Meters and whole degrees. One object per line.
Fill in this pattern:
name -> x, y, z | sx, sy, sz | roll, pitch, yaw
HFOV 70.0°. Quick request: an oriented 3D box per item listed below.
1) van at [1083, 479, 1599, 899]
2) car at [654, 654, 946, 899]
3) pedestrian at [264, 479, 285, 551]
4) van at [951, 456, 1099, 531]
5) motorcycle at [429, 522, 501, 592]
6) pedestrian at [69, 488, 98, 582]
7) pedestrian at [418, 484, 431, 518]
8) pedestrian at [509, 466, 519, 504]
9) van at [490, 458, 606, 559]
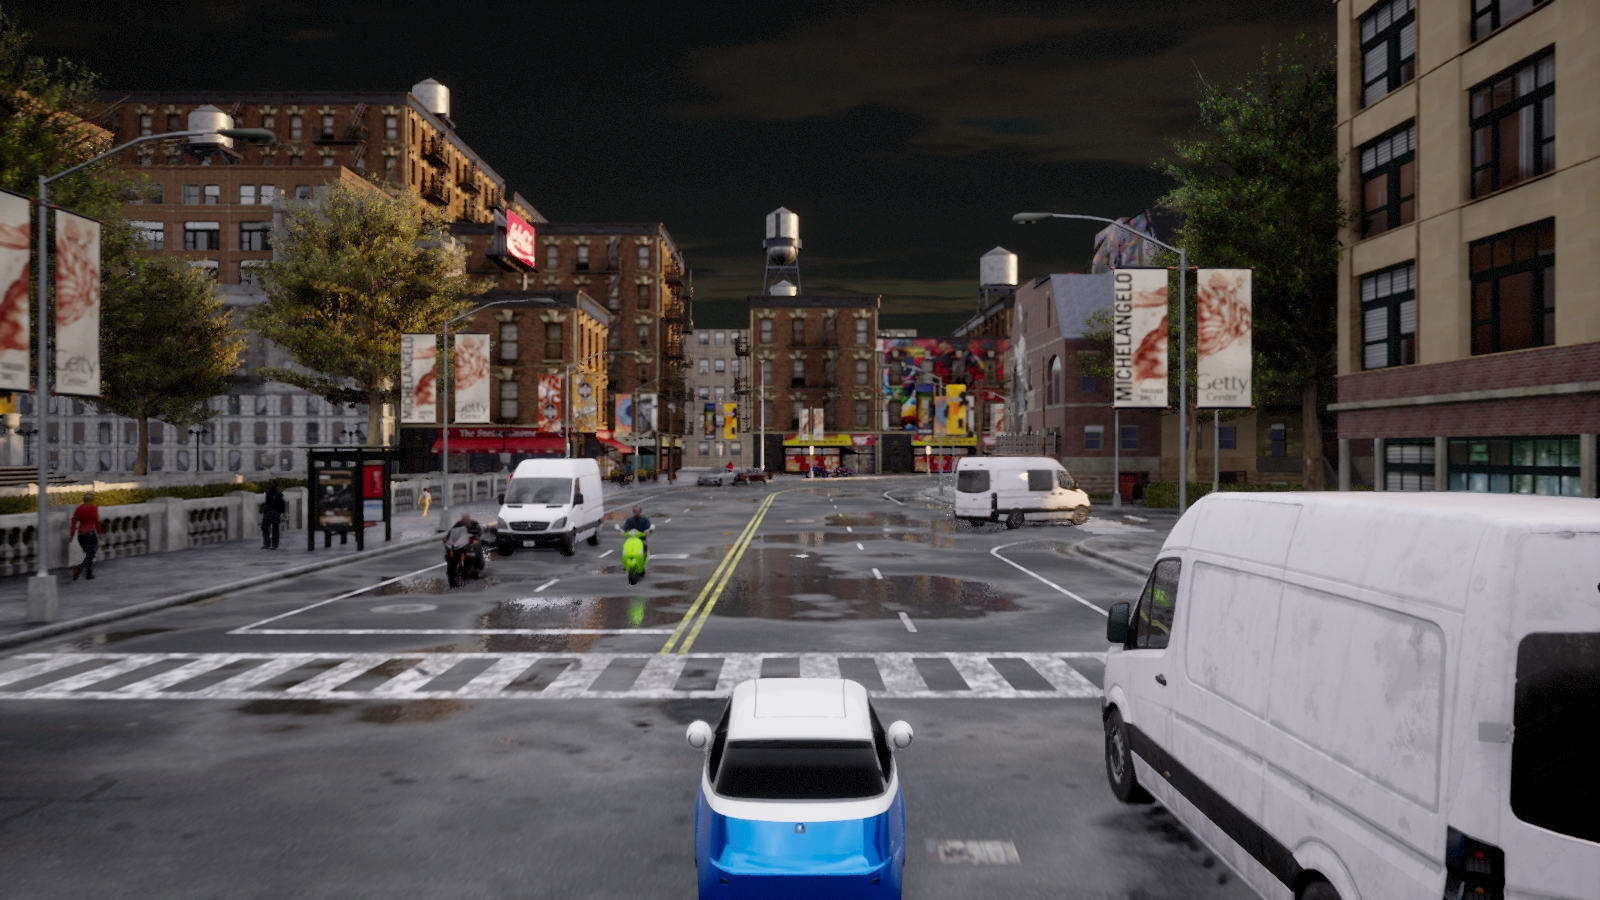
van -> 3.510, 1.535, 7.217 | 1.988, 2.561, 5.915 | 0, 0, 0
car -> 0.000, 2.121, 6.910 | 1.481, 1.376, 2.207 | 0, 0, 0
pedestrian -> -13.822, 1.700, 30.035 | 0.375, 1.860, 0.375 | 0, 0, 3
van -> 8.334, 1.540, 41.995 | 5.915, 2.561, 1.988 | 0, -1, -39
motorcycle -> -6.996, 2.208, 23.958 | 0.867, 1.251, 2.209 | 0, 0, 0
pedestrian -> -14.345, 1.699, 22.881 | 0.375, 1.860, 0.375 | 0, 0, -6
pedestrian -> -14.586, 1.982, 44.413 | 0.375, 1.300, 0.375 | 0, 0, 4
pedestrian -> -13.875, 1.705, 55.473 | 0.375, 1.860, 0.375 | 0, 0, 7
van -> -6.988, 1.539, 32.394 | 1.988, 2.561, 5.915 | 0, 0, 0
